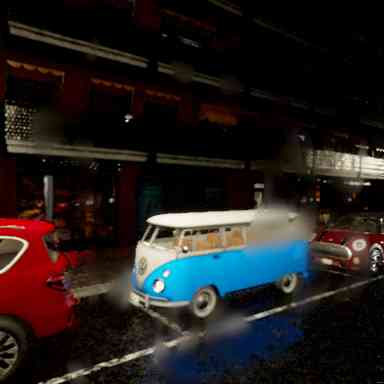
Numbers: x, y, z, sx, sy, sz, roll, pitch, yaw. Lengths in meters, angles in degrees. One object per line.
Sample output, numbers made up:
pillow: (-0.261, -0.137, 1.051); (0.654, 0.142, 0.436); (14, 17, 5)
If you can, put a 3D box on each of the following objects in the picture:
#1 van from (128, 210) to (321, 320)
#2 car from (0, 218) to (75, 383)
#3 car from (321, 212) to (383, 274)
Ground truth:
van: (0.720, 1.314, 7.017); (3.998, 1.788, 1.690); (0, 1, -36)
car: (-3.913, 1.322, 3.705); (5.009, 1.841, 2.192); (0, 1, -36)
car: (5.355, 1.378, 10.331); (4.097, 1.590, 1.967); (0, 1, -36)
